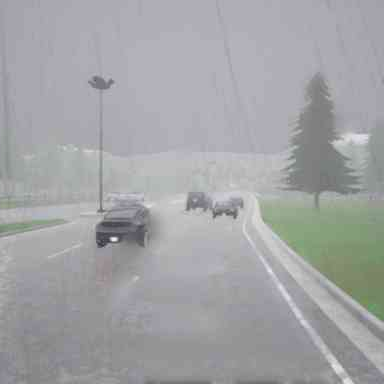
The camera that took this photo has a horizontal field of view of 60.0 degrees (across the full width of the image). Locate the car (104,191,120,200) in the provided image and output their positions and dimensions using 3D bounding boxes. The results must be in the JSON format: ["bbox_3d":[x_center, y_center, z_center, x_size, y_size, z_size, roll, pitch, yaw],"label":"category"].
[{"bbox_3d":[-13.653,0.790,59.434,2.150,2.045,5.566,0,0,11],"label":"car"}]

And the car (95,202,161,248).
[{"bbox_3d":[-2.558,1.402,14.203,1.837,1.490,4.892,0,0,5],"label":"car"}]

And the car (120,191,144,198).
[{"bbox_3d":[-10.187,0.800,58.960,2.150,2.045,5.566,0,0,11],"label":"car"}]

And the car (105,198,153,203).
[{"bbox_3d":[-4.673,1.384,24.964,1.994,1.385,4.181,0,0,9],"label":"car"}]

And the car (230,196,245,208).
[{"bbox_3d":[5.477,1.220,41.557,2.128,1.511,4.902,0,0,11],"label":"car"}]

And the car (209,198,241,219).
[{"bbox_3d":[2.817,1.420,27.373,1.895,1.301,4.718,0,0,10],"label":"car"}]

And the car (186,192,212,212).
[{"bbox_3d":[0.816,0.979,35.782,2.150,2.045,5.566,0,0,11],"label":"car"}]

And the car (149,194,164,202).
[{"bbox_3d":[-6.390,1.070,60.175,2.128,1.511,4.902,0,0,11],"label":"car"}]
